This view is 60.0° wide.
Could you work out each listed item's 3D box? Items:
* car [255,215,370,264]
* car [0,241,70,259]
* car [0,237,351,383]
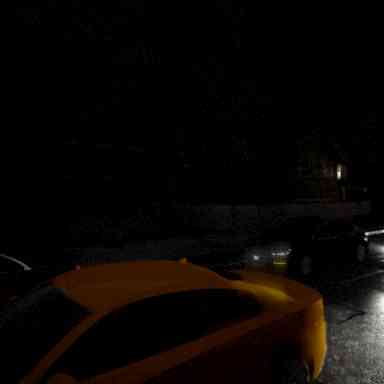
[{"bbox_3d":[3.687,1.534,10.400,4.892,1.490,1.837,0,0,-36],"label":"car"},{"bbox_3d":[-4.054,1.507,4.765,4.902,1.511,2.128,0,0,-36],"label":"car"},{"bbox_3d":[-0.775,1.487,3.132,5.008,1.535,1.882,0,0,-36],"label":"car"}]
